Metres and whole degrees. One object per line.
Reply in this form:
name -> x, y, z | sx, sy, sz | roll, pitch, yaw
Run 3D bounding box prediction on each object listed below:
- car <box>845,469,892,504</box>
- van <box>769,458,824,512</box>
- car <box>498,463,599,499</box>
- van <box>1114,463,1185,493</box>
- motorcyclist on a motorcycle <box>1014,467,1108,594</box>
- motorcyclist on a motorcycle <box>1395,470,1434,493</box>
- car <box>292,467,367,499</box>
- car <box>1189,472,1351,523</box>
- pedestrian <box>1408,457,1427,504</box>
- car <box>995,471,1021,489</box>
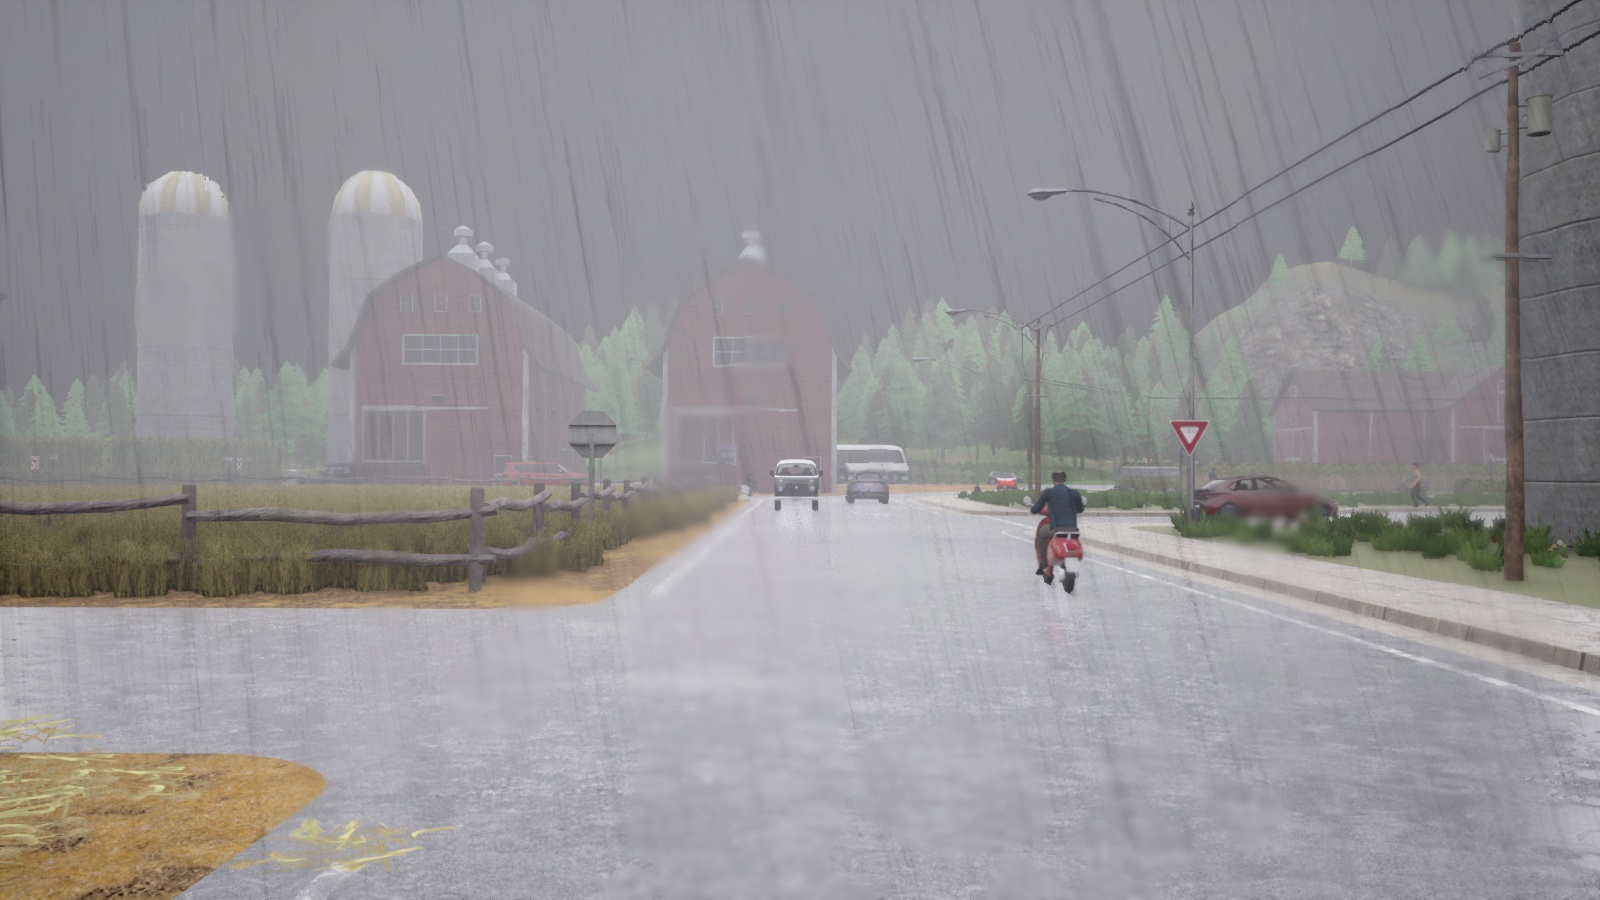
car -> 3.315, 1.765, 61.698 | 2.033, 1.649, 4.856 | 0, -1, 0
van -> -0.138, 1.383, 50.237 | 2.069, 2.038, 4.480 | 0, -1, 0
car -> -14.692, 1.829, 73.697 | 5.566, 2.045, 2.150 | 0, -1, -3
van -> 23.762, 1.901, 85.461 | 4.442, 1.987, 1.775 | 0, -1, 6
motorcyclist on a motorcycle -> 3.454, 1.036, 16.781 | 0.866, 1.590, 1.817 | 0, -1, 0
motorcyclist on a motorcycle -> 41.716, 2.111, 85.267 | 2.191, 1.530, 0.866 | 0, -1, 0
car -> -28.570, 2.004, 76.376 | 3.866, 1.878, 1.905 | 0, -1, -3
car -> 14.114, 1.406, 37.872 | 4.193, 1.474, 1.816 | 0, -1, -4
pedestrian -> 24.502, 1.207, 49.843 | 0.594, 1.836, 0.345 | 0, -1, 4
car -> 16.121, 2.315, 97.299 | 1.481, 1.376, 2.207 | -1, -1, 25
